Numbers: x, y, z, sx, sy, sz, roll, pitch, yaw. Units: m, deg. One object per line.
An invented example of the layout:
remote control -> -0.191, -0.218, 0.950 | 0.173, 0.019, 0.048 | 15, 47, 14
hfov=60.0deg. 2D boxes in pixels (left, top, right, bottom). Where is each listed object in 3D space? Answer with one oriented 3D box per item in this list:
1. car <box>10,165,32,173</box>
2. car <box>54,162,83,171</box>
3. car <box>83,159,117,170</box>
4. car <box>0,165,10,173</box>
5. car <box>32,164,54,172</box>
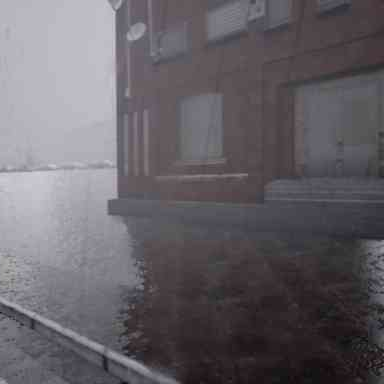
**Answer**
car -> -25.529, -3.421, 51.832 | 4.792, 1.488, 2.163 | 0, 1, 34
car -> -16.267, -3.395, 46.008 | 4.892, 1.521, 2.231 | 0, 1, 32
car -> -11.398, -3.478, 43.167 | 4.553, 1.767, 2.185 | 1, 1, 30
car -> -30.286, -3.607, 55.021 | 4.553, 1.767, 2.185 | 0, 1, 35
car -> -20.887, -3.383, 48.845 | 4.674, 1.452, 2.002 | 0, 1, 33
